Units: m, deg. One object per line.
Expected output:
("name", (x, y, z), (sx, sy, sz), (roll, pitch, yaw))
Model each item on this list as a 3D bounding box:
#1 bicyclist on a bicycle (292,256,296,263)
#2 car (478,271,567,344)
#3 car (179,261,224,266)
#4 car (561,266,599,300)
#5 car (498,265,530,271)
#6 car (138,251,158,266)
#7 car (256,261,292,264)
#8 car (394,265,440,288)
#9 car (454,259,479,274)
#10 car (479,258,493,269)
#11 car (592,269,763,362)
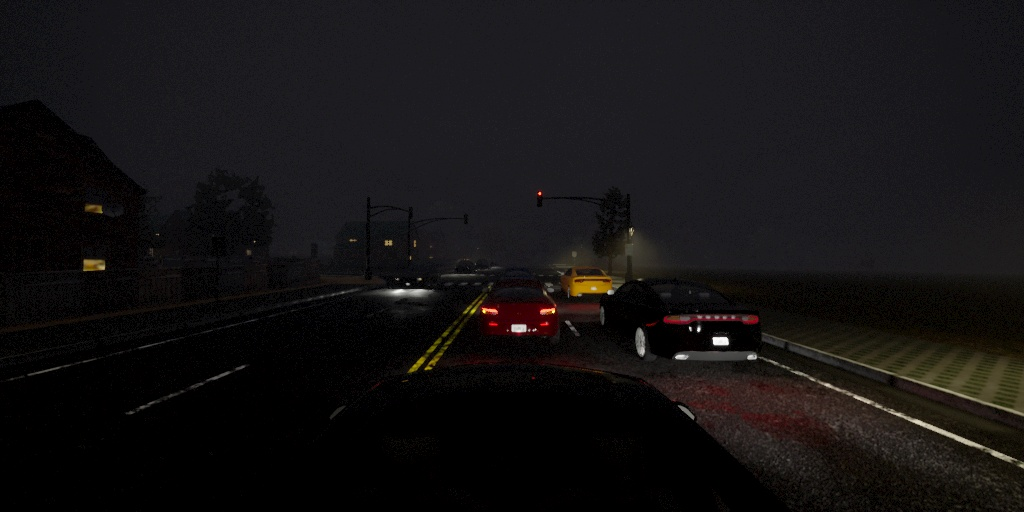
("bicyclist on a bicycle", (-24.251, 0.781, 39.926), (0.582, 1.620, 1.656), (1, -1, 15))
("car", (0.163, 1.280, 9.465), (1.812, 1.442, 4.674), (0, 0, 1))
("car", (-30.848, 0.876, 35.667), (4.718, 1.301, 1.895), (1, -1, 16))
("car", (3.533, 1.239, 17.759), (1.882, 1.535, 5.008), (0, 0, 1))
("car", (0.281, 1.290, 18.572), (1.812, 1.442, 4.674), (0, 0, 0))
("car", (-40.928, 0.332, 38.481), (5.566, 2.045, 2.150), (1, -1, 16))
("car", (-21.061, 0.911, 32.952), (5.008, 1.535, 1.882), (1, -1, 16))
("car", (-6.272, 1.322, 24.451), (2.033, 1.411, 5.357), (0, 0, 1))
("car", (-5.591, 1.289, 42.838), (1.882, 1.535, 5.008), (0, 0, 3))
("car", (-4.776, 1.198, 57.641), (2.097, 1.767, 4.553), (0, 0, 4))
("car", (3.402, 1.231, 8.291), (1.882, 1.535, 5.008), (0, 0, 0))
